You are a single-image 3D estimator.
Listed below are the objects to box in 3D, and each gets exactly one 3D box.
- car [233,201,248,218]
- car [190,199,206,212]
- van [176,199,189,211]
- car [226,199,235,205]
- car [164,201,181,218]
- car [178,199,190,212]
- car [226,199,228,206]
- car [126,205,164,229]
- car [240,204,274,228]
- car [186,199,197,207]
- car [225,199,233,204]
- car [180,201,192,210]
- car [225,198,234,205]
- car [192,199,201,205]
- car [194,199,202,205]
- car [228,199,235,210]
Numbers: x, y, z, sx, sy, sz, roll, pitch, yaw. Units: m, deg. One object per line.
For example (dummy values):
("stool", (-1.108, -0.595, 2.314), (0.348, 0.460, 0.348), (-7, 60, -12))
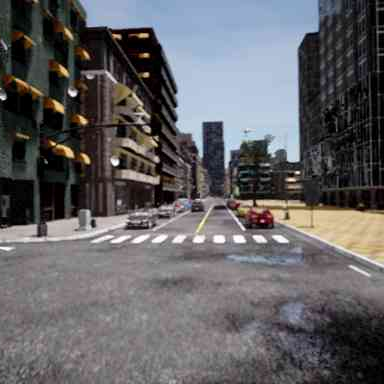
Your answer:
("car", (5.631, 1.882, 35.005), (1.752, 1.417, 4.829), (-1, -1, 4))
("car", (0.846, 2.044, 46.785), (1.837, 1.490, 4.892), (-1, 0, 4))
("van", (-1.440, 1.992, 52.038), (1.690, 1.788, 3.998), (-1, -1, 4))
("car", (9.079, 2.430, 78.958), (2.008, 1.369, 4.403), (-1, -1, 4))
("car", (-2.736, 2.008, 35.490), (2.008, 1.369, 4.403), (-1, -1, 4))
("car", (-1.872, 2.026, 46.522), (1.967, 1.590, 4.097), (-1, -1, 4))
("car", (7.794, 2.205, 62.582), (1.752, 1.417, 4.829), (-1, -1, 4))
("car", (-3.601, 1.883, 24.458), (2.008, 1.369, 4.403), (-1, -1, 4))
("car", (4.753, 1.773, 23.804), (1.887, 1.381, 4.507), (-1, -1, 4))
("car", (-0.142, 2.287, 68.583), (1.967, 1.590, 4.097), (-1, -1, 4))
("car", (9.944, 2.568, 89.988), (2.008, 1.369, 4.403), (-1, -1, 4))
("car", (-1.005, 2.298, 57.550), (1.802, 1.307, 4.206), (-1, -1, 4))
("car", (9.510, 2.388, 84.474), (1.967, 1.590, 4.097), (-1, -1, 4))
("car", (1.157, 2.602, 85.127), (2.008, 1.369, 4.403), (-1, -1, 4))
("car", (1.590, 2.671, 90.642), (2.008, 1.369, 4.403), (-1, -1, 4))
("car", (6.916, 2.130, 51.380), (1.802, 1.307, 4.206), (-1, -1, 4))
